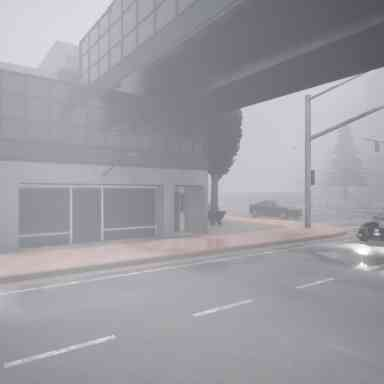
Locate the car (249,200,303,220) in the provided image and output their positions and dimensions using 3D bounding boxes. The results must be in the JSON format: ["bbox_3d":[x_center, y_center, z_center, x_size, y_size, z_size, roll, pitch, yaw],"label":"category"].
[{"bbox_3d":[7.144,1.478,28.707,1.882,1.535,5.008,0,0,-36],"label":"car"}]

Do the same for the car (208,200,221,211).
[{"bbox_3d":[1.123,1.478,37.070,1.882,1.535,5.008,0,0,-36],"label":"car"}]

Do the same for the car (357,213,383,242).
[{"bbox_3d":[9.297,1.564,14.982,4.181,1.385,1.994,0,0,-36],"label":"car"}]
